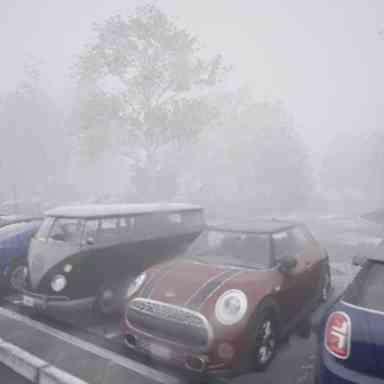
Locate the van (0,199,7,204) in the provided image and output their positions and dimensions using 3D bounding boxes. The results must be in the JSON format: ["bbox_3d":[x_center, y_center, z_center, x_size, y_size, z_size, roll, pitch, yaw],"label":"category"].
[{"bbox_3d":[-10.606,1.275,13.910,1.878,1.987,4.442,0,0,35],"label":"van"}]

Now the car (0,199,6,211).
[{"bbox_3d":[-25.870,1.638,40.952,2.002,1.452,4.674,0,0,35],"label":"car"}]

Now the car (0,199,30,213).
[{"bbox_3d":[-21.332,1.572,37.720,2.097,1.535,5.008,0,0,35],"label":"car"}]

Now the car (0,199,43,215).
[{"bbox_3d":[-19.076,1.588,36.087,2.163,1.488,4.792,0,0,35],"label":"car"}]

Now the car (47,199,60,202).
[{"bbox_3d":[-10.083,1.557,29.726,2.002,1.452,4.674,0,0,35],"label":"car"}]

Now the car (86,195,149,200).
[{"bbox_3d":[-5.559,1.256,26.478,2.435,2.045,5.566,0,0,35],"label":"car"}]

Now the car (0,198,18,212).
[{"bbox_3d":[-23.707,1.582,39.188,1.946,1.575,5.366,0,0,35],"label":"car"}]

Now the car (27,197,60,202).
[{"bbox_3d":[-12.253,1.525,31.266,2.097,1.535,5.008,0,0,35],"label":"car"}]

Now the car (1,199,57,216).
[{"bbox_3d":[-16.773,1.575,34.521,2.163,1.488,4.792,0,0,35],"label":"car"}]

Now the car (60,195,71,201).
[{"bbox_3d":[-7.729,1.260,28.020,2.435,2.045,5.566,0,0,35],"label":"car"}]

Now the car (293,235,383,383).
[{"bbox_3d":[3.152,1.350,4.234,2.185,1.767,4.553,0,0,35],"label":"car"}]

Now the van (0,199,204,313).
[{"bbox_3d":[-1.467,1.258,7.413,1.878,1.987,4.442,0,0,35],"label":"van"}]

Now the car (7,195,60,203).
[{"bbox_3d":[-14.538,1.283,32.862,2.435,2.045,5.566,0,0,35],"label":"car"}]

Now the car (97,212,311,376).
[{"bbox_3d":[0.903,1.354,5.909,2.185,1.767,4.553,0,0,35],"label":"car"}]
